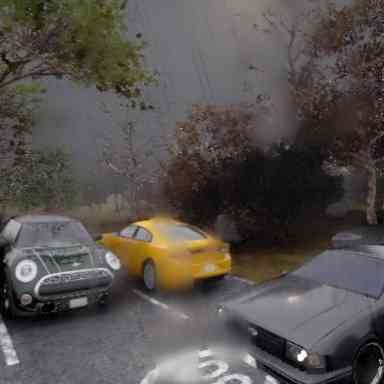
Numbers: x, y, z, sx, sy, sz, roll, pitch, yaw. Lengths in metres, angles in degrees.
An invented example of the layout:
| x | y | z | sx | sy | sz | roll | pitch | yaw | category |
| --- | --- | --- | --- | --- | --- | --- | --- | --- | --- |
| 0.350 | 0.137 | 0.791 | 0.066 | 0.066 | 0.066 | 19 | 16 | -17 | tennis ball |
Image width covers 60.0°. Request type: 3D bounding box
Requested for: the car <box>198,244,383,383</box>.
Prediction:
| x | y | z | sx | sy | sz | roll | pitch | yaw | category |
| --- | --- | --- | --- | --- | --- | --- | --- | --- | --- |
| 2.935 | 1.601 | 5.318 | 5.357 | 1.411 | 2.033 | 1 | 0 | -31 | car |

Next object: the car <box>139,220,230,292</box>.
| x | y | z | sx | sy | sz | roll | pitch | yaw | category |
| --- | --- | --- | --- | --- | --- | --- | --- | --- | --- |
| -1.030 | 1.525 | 9.317 | 2.097 | 1.535 | 5.008 | 1 | 0 | -35 | car |

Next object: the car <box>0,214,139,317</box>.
| x | y | z | sx | sy | sz | roll | pitch | yaw | category |
| --- | --- | --- | --- | --- | --- | --- | --- | --- | --- |
| -3.306 | 1.372 | 7.739 | 2.185 | 1.767 | 4.553 | 1 | 0 | -35 | car |
